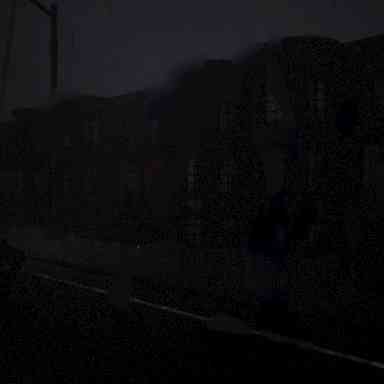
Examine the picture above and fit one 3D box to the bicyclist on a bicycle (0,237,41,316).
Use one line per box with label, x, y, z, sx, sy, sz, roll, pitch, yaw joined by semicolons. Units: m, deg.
bicyclist on a bicycle;-3.485;1.449;5.908;0.582;1.620;1.656;0;2;36
